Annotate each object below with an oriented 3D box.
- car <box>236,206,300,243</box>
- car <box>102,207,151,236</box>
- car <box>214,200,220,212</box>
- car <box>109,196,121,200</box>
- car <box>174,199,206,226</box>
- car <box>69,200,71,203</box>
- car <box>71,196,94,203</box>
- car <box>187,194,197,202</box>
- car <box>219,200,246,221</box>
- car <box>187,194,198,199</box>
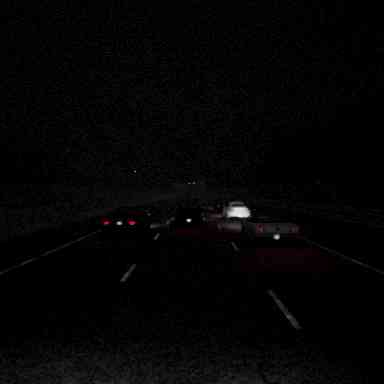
[{"bbox_3d":[3.501,1.574,15.907,1.895,1.301,4.718,0,0,0],"label":"car"},{"bbox_3d":[-3.399,1.518,18.070,2.033,1.411,5.357,0,0,0],"label":"car"},{"bbox_3d":[3.501,1.559,37.912,1.895,1.301,4.718,0,0,0],"label":"car"},{"bbox_3d":[-14.003,1.516,61.023,2.033,1.411,5.357,0,0,0],"label":"car"},{"bbox_3d":[-0.149,1.472,22.977,1.837,1.490,4.892,0,0,1],"label":"car"},{"bbox_3d":[-20.999,1.524,61.495,2.033,1.411,5.357,0,0,0],"label":"car"},{"bbox_3d":[-17.550,1.443,54.493,1.882,1.535,5.008,0,0,0],"label":"car"},{"bbox_3d":[0.000,1.325,74.644,2.097,1.767,4.553,0,0,0],"label":"car"},{"bbox_3d":[3.501,1.488,26.880,1.812,1.442,4.674,0,0,0],"label":"car"},{"bbox_3d":[0.082,1.458,59.220,2.128,1.511,4.902,0,0,0],"label":"car"}]
